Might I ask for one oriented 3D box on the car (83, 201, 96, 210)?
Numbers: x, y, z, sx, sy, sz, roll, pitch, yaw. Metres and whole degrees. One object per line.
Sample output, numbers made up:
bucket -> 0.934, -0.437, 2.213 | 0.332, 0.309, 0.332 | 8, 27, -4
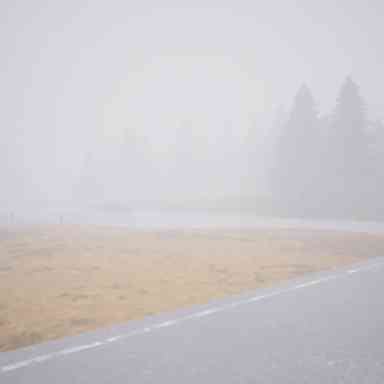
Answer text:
car -> -13.635, 1.905, 47.285 | 4.181, 1.385, 1.994 | 0, -1, 37

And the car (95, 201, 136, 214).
car -> -8.825, 1.900, 39.258 | 4.718, 1.301, 1.895 | 0, -1, 37
